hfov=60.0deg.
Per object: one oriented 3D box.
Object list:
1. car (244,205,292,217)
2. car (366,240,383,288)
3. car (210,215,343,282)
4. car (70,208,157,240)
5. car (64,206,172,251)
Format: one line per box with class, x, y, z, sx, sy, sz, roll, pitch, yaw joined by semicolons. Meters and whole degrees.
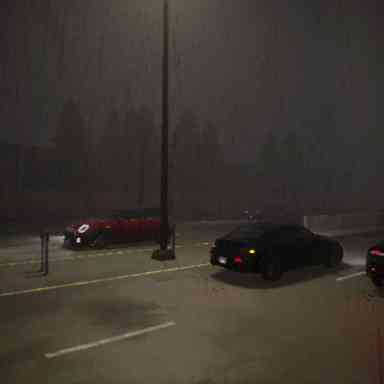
car;7.061;1.901;30.837;4.718;1.301;1.895;1;-1;-36
car;6.288;1.611;8.392;4.902;1.511;2.128;1;-1;-36
car;2.659;1.626;10.070;4.674;1.442;1.812;1;0;-36
car;-4.241;1.669;18.254;4.181;1.385;1.994;1;-1;-36
car;-3.175;1.438;14.698;4.553;1.767;2.097;1;-1;-36
